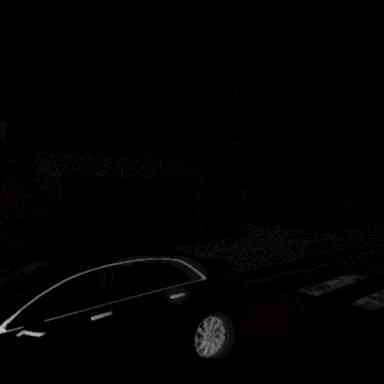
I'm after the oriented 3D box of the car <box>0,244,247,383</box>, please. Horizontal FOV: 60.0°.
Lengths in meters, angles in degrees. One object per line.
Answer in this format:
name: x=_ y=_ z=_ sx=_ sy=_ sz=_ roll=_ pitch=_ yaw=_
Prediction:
car: x=-1.421 y=1.512 z=4.195 sx=4.892 sy=1.490 sz=1.837 roll=-1 pitch=0 yaw=-37
